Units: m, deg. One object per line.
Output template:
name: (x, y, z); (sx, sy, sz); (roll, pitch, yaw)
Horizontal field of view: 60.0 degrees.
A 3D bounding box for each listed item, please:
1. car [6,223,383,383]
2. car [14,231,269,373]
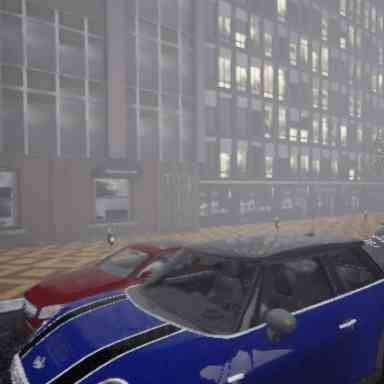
car: (0.499, 1.347, 3.735); (4.553, 1.767, 2.097); (0, 0, -35)
car: (-0.735, 1.577, 6.048); (4.206, 1.307, 1.802); (0, 0, -36)
